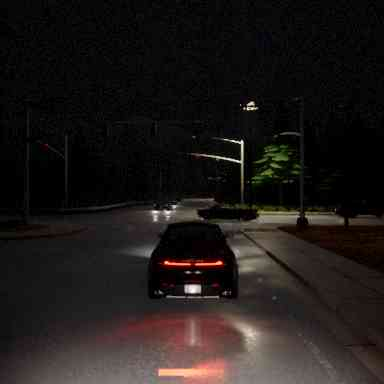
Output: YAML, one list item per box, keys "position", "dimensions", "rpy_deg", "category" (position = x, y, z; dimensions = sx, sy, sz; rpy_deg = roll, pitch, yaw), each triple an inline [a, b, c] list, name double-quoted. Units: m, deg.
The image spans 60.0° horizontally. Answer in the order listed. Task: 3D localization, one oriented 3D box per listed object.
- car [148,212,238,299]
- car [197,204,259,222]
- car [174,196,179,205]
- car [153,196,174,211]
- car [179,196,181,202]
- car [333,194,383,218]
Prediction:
- position: [0.032, 1.500, 8.438]
  dimensions: [1.837, 1.490, 4.892]
  rpy_deg: [0, 0, 0]
  category: "car"
- position: [2.861, 1.610, 26.177]
  dimensions: [4.718, 1.301, 1.895]
  rpy_deg: [0, 0, 18]
  category: "car"
- position: [-3.667, 1.493, 57.885]
  dimensions: [1.837, 1.490, 4.892]
  rpy_deg: [0, 1, 0]
  category: "car"
- position: [-3.678, 1.498, 41.706]
  dimensions: [1.837, 1.490, 4.892]
  rpy_deg: [0, 0, 0]
  category: "car"
- position: [-3.361, 1.527, 73.368]
  dimensions: [2.033, 1.411, 5.357]
  rpy_deg: [0, 0, 1]
  category: "car"
- position: [15.543, 1.244, 29.587]
  dimensions: [5.566, 2.045, 2.150]
  rpy_deg: [0, 0, 1]
  category: "car"
